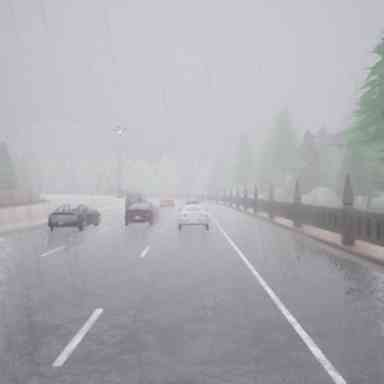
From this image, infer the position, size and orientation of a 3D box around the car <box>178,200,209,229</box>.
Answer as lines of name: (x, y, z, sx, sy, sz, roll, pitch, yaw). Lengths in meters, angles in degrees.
car: (0.096, 1.501, 21.309, 1.812, 1.442, 4.674, 0, 0, 0)

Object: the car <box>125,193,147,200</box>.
car: (-6.913, 1.176, 41.556, 2.150, 2.045, 5.566, 0, 0, 0)

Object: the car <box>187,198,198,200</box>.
car: (0.067, 1.475, 44.090, 1.812, 1.442, 4.674, 0, 0, -1)

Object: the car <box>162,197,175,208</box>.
car: (-3.495, 1.423, 47.521, 1.882, 1.535, 5.008, 0, 0, -2)

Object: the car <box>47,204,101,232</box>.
car: (-6.902, 1.469, 19.946, 2.128, 1.511, 4.902, 0, 0, 0)

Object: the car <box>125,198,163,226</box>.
car: (-3.404, 1.451, 23.310, 1.882, 1.535, 5.008, 0, 0, 0)
